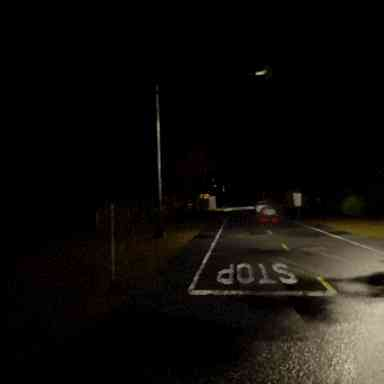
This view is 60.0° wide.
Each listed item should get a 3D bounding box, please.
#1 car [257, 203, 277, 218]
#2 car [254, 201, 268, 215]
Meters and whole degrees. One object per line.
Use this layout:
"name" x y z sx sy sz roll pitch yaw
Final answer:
"car" 9.873 2.581 43.417 1.812 1.442 4.674 -2 -2 8
"car" 11.188 2.555 53.380 2.150 2.045 5.566 -2 -2 8
